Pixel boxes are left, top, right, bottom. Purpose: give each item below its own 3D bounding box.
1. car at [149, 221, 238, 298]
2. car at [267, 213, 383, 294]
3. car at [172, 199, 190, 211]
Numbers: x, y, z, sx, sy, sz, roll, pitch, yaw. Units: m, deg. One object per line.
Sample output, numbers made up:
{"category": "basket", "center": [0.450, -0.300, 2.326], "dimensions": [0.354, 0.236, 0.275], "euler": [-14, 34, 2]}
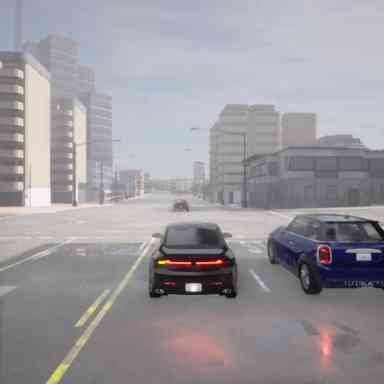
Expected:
{"category": "car", "center": [0.007, 1.503, 8.526], "dimensions": [1.837, 1.490, 4.892], "euler": [0, 0, -1]}
{"category": "car", "center": [3.498, 1.350, 8.937], "dimensions": [2.097, 1.767, 4.553], "euler": [0, 0, -1]}
{"category": "car", "center": [-1.395, 1.594, 41.147], "dimensions": [1.812, 1.442, 4.674], "euler": [0, -1, -3]}
